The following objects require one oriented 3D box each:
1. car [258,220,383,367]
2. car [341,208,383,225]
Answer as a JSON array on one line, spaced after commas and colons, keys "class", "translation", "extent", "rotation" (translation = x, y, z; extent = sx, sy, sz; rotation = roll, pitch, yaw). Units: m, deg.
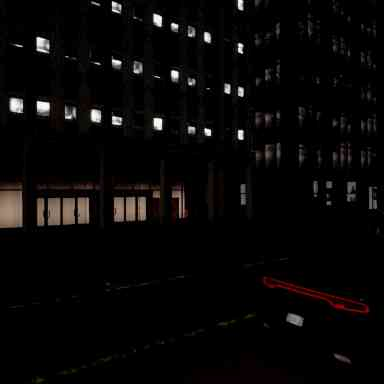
[{"class": "car", "translation": [3.329, 1.476, 5.688], "extent": [5.008, 1.535, 1.882], "rotation": [0, 0, -35]}, {"class": "car", "translation": [9.370, 1.546, 17.110], "extent": [4.403, 1.369, 2.008], "rotation": [0, 0, -36]}]
